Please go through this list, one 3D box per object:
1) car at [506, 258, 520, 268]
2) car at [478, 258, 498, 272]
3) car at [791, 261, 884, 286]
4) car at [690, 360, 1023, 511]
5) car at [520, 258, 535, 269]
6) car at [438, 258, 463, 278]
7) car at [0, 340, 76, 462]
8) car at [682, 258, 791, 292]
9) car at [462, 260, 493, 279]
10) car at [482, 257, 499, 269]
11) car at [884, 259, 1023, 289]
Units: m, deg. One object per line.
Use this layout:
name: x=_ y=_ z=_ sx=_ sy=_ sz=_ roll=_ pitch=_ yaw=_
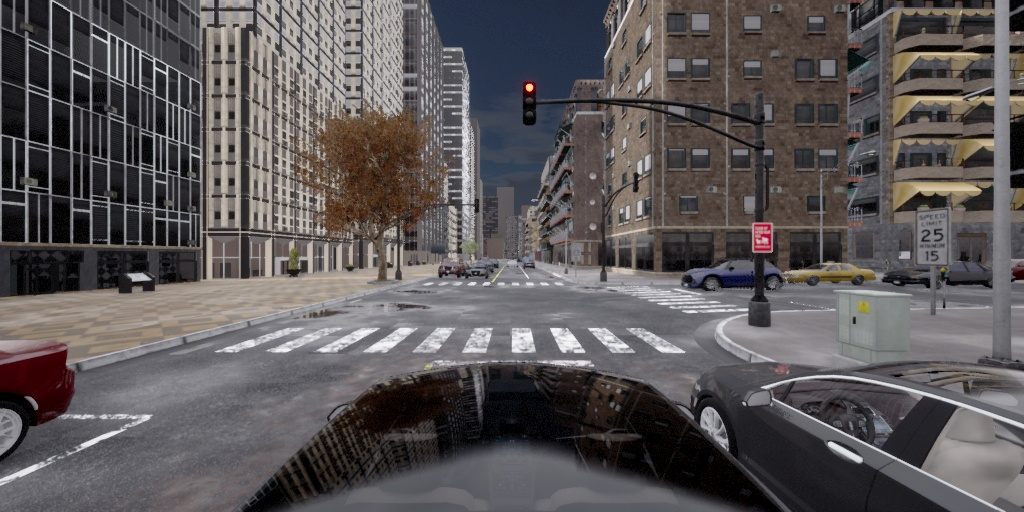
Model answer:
car: x=0.095 y=1.317 z=63.595 sx=1.812 sy=1.442 sz=4.674 roll=0 pitch=0 yaw=0
car: x=-3.105 y=1.318 z=43.523 sx=2.033 sy=1.411 sz=5.357 roll=0 pitch=0 yaw=0
car: x=18.829 y=0.992 z=21.489 sx=4.829 sy=1.417 sz=1.751 roll=0 pitch=0 yaw=-1
car: x=2.689 y=1.300 z=2.016 sx=2.007 sy=1.370 sz=4.403 roll=0 pitch=0 yaw=0
car: x=2.682 y=1.348 z=56.494 sx=1.948 sy=1.339 sz=4.313 roll=0 pitch=0 yaw=0
car: x=-5.696 y=1.078 z=34.402 sx=2.192 sy=1.841 sz=5.009 roll=0 pitch=0 yaw=0
car: x=-5.692 y=1.295 z=2.015 sx=1.888 sy=1.381 sz=4.507 roll=0 pitch=0 yaw=0
car: x=11.516 y=0.923 z=18.990 sx=4.553 sy=1.767 sz=2.097 roll=-1 pitch=0 yaw=3
car: x=-3.096 y=1.326 z=32.885 sx=1.994 sy=1.385 sz=4.181 roll=0 pitch=0 yaw=1
car: x=-3.090 y=1.133 z=55.760 sx=2.097 sy=1.767 sz=4.553 roll=0 pitch=0 yaw=0
car: x=22.950 y=0.961 z=18.942 sx=5.357 sy=1.411 sz=2.033 roll=-1 pitch=0 yaw=-1
